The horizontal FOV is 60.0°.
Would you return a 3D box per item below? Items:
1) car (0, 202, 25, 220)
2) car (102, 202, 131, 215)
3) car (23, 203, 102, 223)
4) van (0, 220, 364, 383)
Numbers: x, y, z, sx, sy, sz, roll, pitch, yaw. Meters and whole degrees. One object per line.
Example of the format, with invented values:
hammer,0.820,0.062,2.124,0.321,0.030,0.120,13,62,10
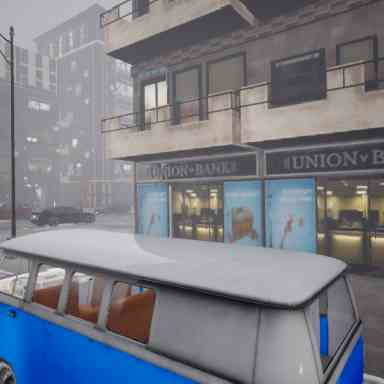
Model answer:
car,-15.338,1.609,27.371,1.967,1.590,4.097,-2,-1,36
car,-8.654,1.798,36.451,1.947,1.339,4.313,-2,-1,36
car,-8.590,1.583,22.399,1.947,1.339,4.313,-2,-1,36
van,-0.505,1.342,3.223,3.998,1.788,1.690,0,-1,36
